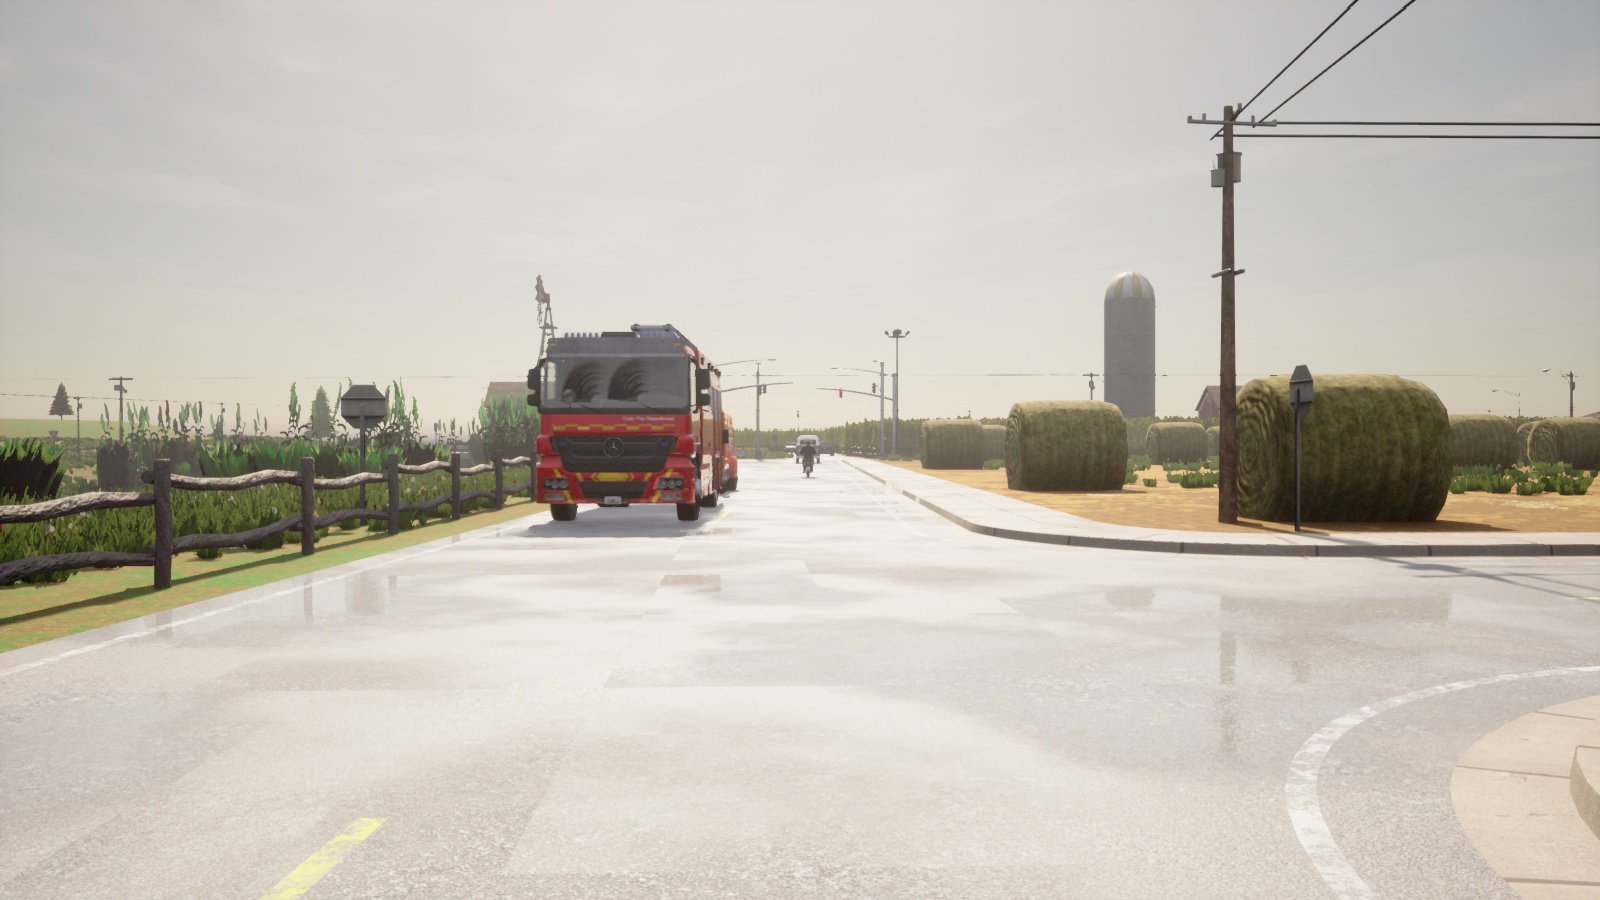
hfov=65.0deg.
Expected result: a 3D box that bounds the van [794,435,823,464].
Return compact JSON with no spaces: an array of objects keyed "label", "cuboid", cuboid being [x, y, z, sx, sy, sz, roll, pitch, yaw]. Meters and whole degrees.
[{"label":"van","cuboid":[0.589,-0.049,91.887,2.069,2.038,4.480,0,0,0]}]

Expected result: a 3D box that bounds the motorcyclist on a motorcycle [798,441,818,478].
[{"label":"motorcyclist on a motorcycle","cuboid":[0.356,0.392,54.614,0.866,1.590,1.817,0,0,0]}]

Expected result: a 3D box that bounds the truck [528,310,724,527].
[{"label":"truck","cuboid":[-3.318,-0.569,26.350,2.891,3.827,8.468,0,0,0]}]

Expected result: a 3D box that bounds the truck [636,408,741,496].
[{"label":"truck","cuboid":[-3.245,0.046,37.712,2.627,2.467,5.204,0,0,1]}]
